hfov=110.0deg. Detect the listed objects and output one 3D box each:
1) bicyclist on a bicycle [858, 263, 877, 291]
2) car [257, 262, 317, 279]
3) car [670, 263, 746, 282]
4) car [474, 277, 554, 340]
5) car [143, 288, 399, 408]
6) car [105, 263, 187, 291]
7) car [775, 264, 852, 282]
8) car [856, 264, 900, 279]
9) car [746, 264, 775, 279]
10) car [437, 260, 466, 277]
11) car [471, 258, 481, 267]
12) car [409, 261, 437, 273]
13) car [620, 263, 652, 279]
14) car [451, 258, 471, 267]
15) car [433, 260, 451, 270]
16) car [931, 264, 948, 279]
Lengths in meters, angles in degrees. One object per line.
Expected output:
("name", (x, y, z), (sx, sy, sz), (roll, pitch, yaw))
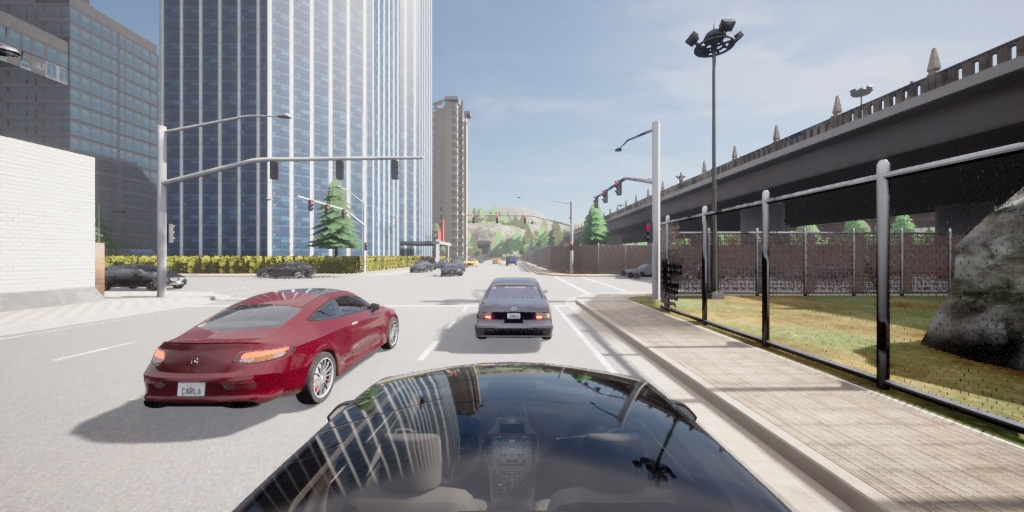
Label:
("bicyclist on a bicycle", (18.263, 1.106, 18.173), (0.582, 1.620, 1.656), (0, 0, 0))
("car", (-20.524, 1.311, 32.789), (4.892, 1.490, 1.837), (0, 1, -4))
("car", (15.660, 1.297, 29.145), (4.902, 1.511, 2.128), (0, 0, 0))
("car", (0.078, 1.297, 9.994), (2.033, 1.411, 5.357), (0, 0, 1))
("car", (-3.450, 1.276, 6.174), (1.812, 1.442, 4.674), (0, 0, 0))
("car", (-22.587, 1.331, 21.799), (4.674, 1.442, 1.812), (0, 0, 0))
("car", (24.616, 1.331, 29.173), (4.674, 1.442, 1.812), (0, 0, 0))
("car", (32.233, 1.406, 32.708), (4.718, 1.301, 1.895), (0, 0, 0))
("car", (22.306, 1.406, 32.674), (4.718, 1.301, 1.895), (0, 0, 0))
("car", (-6.056, 1.345, 35.347), (1.994, 1.385, 4.181), (0, 0, -14))
("car", (-7.189, 1.227, 64.748), (1.882, 1.535, 5.008), (0, 0, 0))
("car", (-10.750, 1.276, 42.864), (1.812, 1.442, 4.674), (0, 0, 2))
("car", (12.716, 1.353, 32.632), (5.357, 1.411, 2.033), (0, 0, 0))
("car", (-7.194, 1.298, 47.735), (2.033, 1.411, 5.357), (0, 0, 0))
("car", (-10.703, 1.314, 55.082), (1.994, 1.385, 4.181), (0, 0, 0))
("car", (37.822, 1.025, 29.216), (5.566, 2.045, 2.150), (0, 0, 0))
